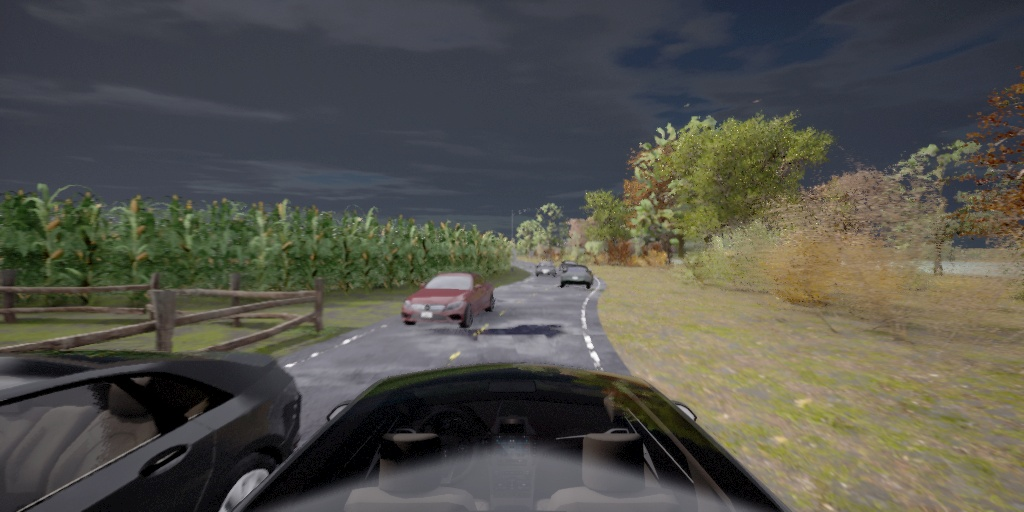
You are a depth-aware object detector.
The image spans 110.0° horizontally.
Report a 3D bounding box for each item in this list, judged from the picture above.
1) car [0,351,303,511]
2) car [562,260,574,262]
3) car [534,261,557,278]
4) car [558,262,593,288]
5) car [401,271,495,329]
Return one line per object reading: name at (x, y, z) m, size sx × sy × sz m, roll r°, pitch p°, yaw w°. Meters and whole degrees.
car at (-2.582, 1.237, 0.855) m, size 1.837 × 1.490 × 4.892 m, roll 0°, pitch 0°, yaw 1°
car at (6.521, 1.230, 41.738) m, size 1.812 × 1.442 × 4.674 m, roll 1°, pitch 0°, yaw 0°
car at (3.188, 1.196, 33.706) m, size 2.128 × 1.511 × 4.902 m, roll 1°, pitch 0°, yaw 6°
car at (4.392, 1.306, 24.095) m, size 1.994 × 1.385 × 4.181 m, roll 1°, pitch 0°, yaw 14°
car at (-1.778, 1.238, 11.440) m, size 1.812 × 1.442 × 4.674 m, roll 1°, pitch 0°, yaw 10°
